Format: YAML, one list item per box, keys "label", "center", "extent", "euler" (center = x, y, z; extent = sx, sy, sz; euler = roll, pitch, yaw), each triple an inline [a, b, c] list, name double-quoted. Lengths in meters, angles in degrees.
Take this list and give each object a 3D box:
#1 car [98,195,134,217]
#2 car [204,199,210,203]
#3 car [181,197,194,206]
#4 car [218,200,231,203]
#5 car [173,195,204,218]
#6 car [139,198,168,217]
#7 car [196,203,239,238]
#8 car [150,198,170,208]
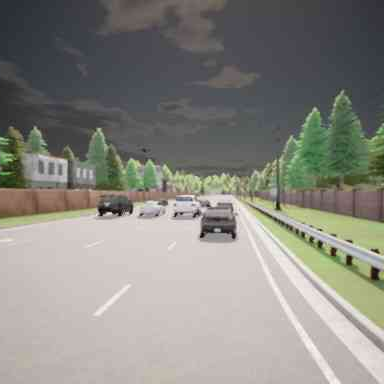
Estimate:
- label: "car"
  center: [-7.420, 1.328, 32.910]
  extent: [2.150, 2.045, 5.566]
  euler: [0, -1, 6]
- label: "car"
  center: [1.869, 1.776, 52.644]
  extent: [1.994, 1.385, 4.181]
  euler: [0, 0, 7]
- label: "car"
  center: [-0.707, 1.763, 60.941]
  extent: [1.812, 1.442, 4.674]
  euler: [0, 0, 7]
- label: "car"
  center: [3.793, 1.654, 38.593]
  extent: [2.128, 1.511, 4.902]
  euler: [0, 0, 6]
- label: "car"
  center: [-0.426, 1.346, 32.469]
  extent: [2.150, 2.045, 5.566]
  euler: [0, -1, 6]
- label: "car"
  center: [-3.891, 1.644, 32.992]
  extent: [1.812, 1.442, 4.674]
  euler: [0, 0, 6]
- label: "car"
  center: [1.495, 1.583, 18.406]
  extent: [1.837, 1.490, 4.892]
  euler: [0, 0, 6]
- label: "car"
  center: [-5.074, 1.688, 53.526]
  extent: [2.128, 1.511, 4.902]
  euler: [0, 0, 6]
